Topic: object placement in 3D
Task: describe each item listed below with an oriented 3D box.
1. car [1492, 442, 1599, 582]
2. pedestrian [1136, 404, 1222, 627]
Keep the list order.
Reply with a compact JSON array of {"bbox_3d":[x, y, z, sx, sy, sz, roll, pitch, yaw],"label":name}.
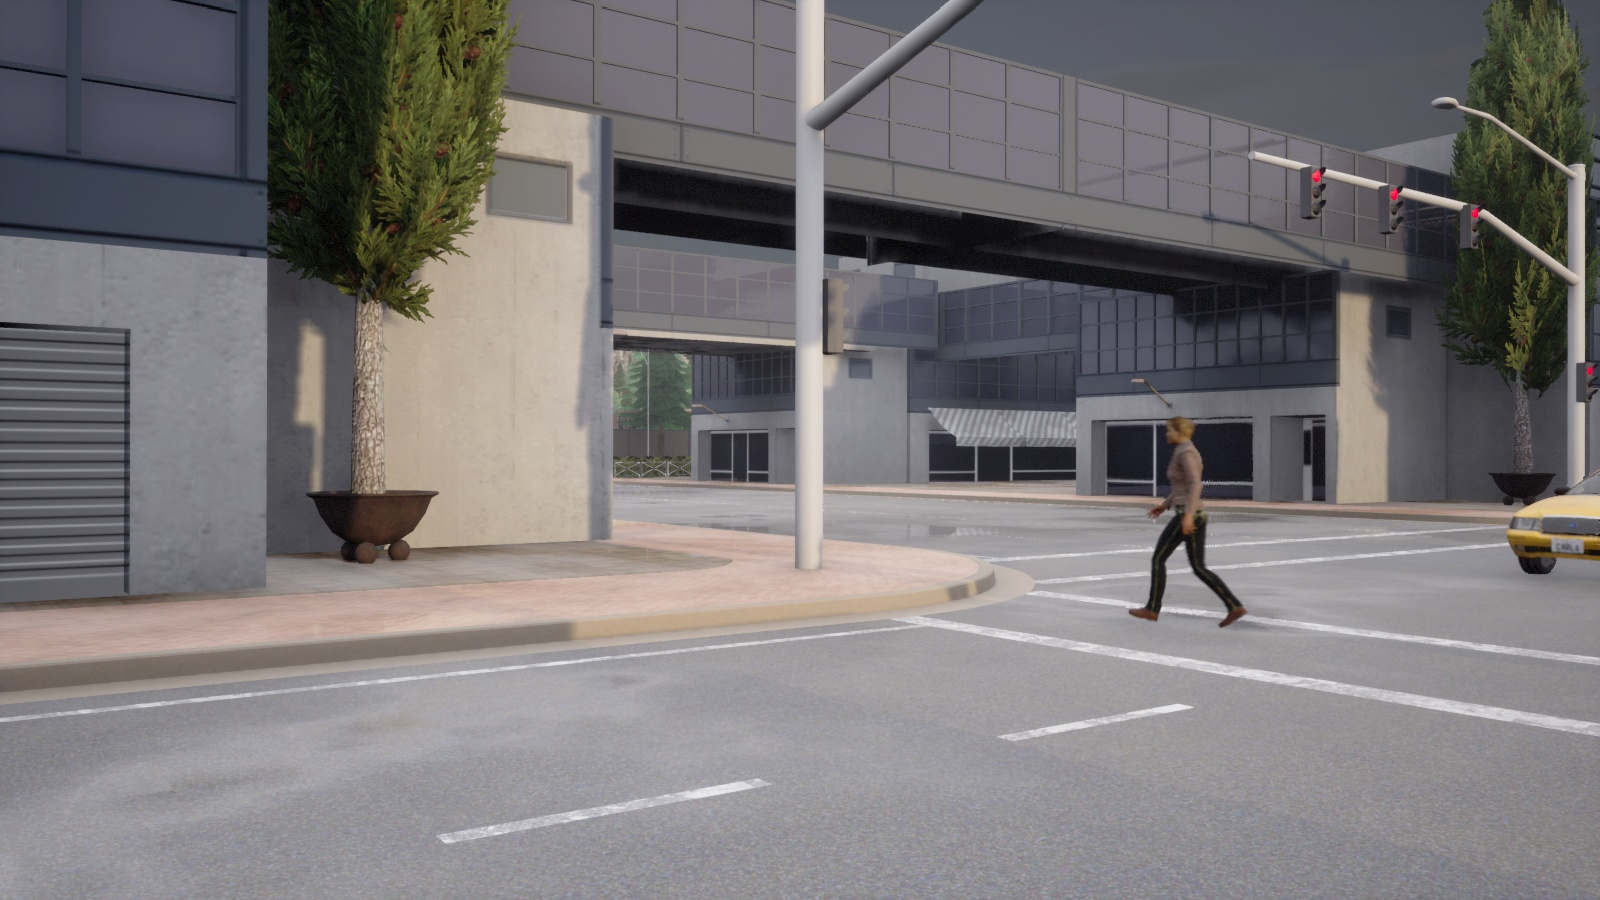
[{"bbox_3d":[11.032,0.700,16.008,5.366,1.575,1.801,0,0,-36],"label":"car"},{"bbox_3d":[3.222,0.543,10.676,0.634,1.846,0.331,0,0,31],"label":"pedestrian"}]
